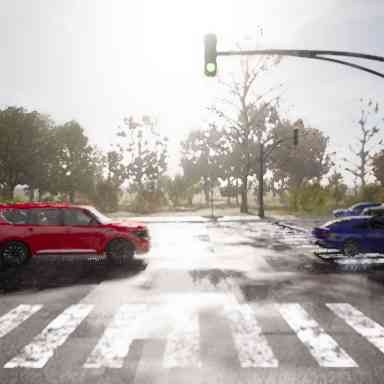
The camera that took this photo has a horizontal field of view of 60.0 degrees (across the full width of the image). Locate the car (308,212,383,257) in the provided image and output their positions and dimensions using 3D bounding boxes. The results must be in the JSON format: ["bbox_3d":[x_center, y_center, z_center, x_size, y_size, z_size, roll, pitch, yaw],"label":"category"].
[{"bbox_3d":[7.039,1.703,13.336,4.674,1.442,1.812,0,1,-8],"label":"car"}]

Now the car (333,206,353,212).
[{"bbox_3d":[12.628,1.541,24.099,5.008,1.535,1.882,0,1,-8],"label":"car"}]

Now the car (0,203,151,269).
[{"bbox_3d":[-4.252,1.426,11.786,5.566,2.045,2.150,0,1,-7],"label":"car"}]

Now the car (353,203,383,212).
[{"bbox_3d":[13.521,1.320,20.917,5.566,2.045,2.150,0,1,-7],"label":"car"}]
